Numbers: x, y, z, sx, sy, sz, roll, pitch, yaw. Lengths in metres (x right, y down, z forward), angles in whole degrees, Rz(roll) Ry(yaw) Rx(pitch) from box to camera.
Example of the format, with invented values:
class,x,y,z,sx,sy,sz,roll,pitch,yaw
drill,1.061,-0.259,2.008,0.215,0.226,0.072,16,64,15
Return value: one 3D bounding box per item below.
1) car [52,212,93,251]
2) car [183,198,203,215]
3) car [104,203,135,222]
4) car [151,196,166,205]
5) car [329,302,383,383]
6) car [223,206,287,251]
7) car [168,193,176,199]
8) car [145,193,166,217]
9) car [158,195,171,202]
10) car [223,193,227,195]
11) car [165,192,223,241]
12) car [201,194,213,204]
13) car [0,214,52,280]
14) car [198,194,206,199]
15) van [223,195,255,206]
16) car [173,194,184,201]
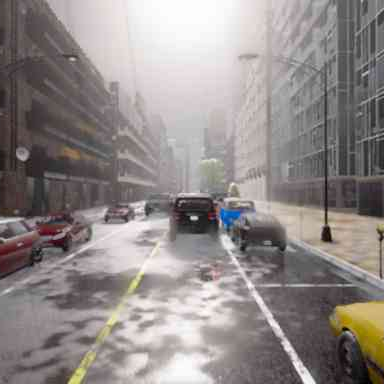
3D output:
class,x,y,z,sx,sy,sz,roll,pitch,yaw
car,-5.309,1.516,13.653,1.802,1.307,4.206,1,0,0
car,0.088,1.350,32.741,1.837,1.490,4.892,0,0,0
car,-5.313,1.463,24.946,1.802,1.307,4.206,1,0,0
car,-5.331,1.319,53.178,1.947,1.339,4.313,1,0,0
car,2.576,1.513,2.352,1.752,1.417,4.829,1,0,0
car,2.572,1.486,13.486,2.008,1.369,4.403,1,0,0
car,-5.299,1.133,86.887,1.752,1.417,4.829,1,0,0
car,-2.859,1.080,29.794,2.150,2.045,5.566,0,0,0
car,-5.298,1.253,64.471,2.008,1.369,4.403,1,0,0
car,2.979,1.206,31.038,2.097,1.767,4.553,0,0,0
car,0.093,1.143,16.199,2.150,2.045,5.566,0,0,0
car,2.559,1.168,58.704,1.967,1.590,4.097,1,0,0
car,-5.305,1.401,8.006,1.967,1.590,4.097,1,0,0
car,2.548,1.158,86.967,2.008,1.369,4.403,1,0,0
van,2.573,1.249,19.138,1.690,1.788,3.998,1,0,0
car,-2.772,1.186,71.185,2.128,1.511,4.902,0,0,0
